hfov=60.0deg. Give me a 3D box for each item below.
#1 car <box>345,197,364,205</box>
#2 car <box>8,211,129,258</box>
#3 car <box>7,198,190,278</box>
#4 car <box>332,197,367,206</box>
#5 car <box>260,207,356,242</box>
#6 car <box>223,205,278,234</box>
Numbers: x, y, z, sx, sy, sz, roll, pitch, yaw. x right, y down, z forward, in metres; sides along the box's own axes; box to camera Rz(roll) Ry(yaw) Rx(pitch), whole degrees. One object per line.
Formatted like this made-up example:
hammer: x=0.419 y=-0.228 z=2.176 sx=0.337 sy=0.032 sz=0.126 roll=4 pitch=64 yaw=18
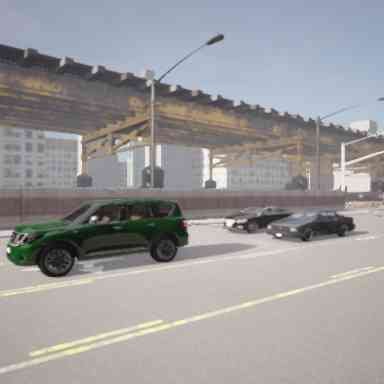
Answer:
car: x=26.625 y=1.477 z=56.348 sx=4.536 sy=1.218 sz=1.853 roll=0 pitch=0 yaw=-7
car: x=-4.866 y=1.577 z=13.337 sx=4.181 sy=1.385 sz=1.994 roll=0 pitch=0 yaw=-35
car: x=-2.686 y=1.236 z=10.594 sx=5.566 sy=2.045 sz=2.150 roll=0 pitch=0 yaw=-35
car: x=26.676 y=1.635 z=56.354 sx=4.974 sy=1.542 sz=2.038 roll=0 pitch=0 yaw=-7
car: x=6.176 y=1.597 z=16.874 sx=5.357 sy=1.411 sz=2.033 roll=0 pitch=0 yaw=-36
car: x=4.040 y=1.541 z=19.650 sx=4.902 sy=1.511 sz=2.128 roll=0 pitch=0 yaw=-36
